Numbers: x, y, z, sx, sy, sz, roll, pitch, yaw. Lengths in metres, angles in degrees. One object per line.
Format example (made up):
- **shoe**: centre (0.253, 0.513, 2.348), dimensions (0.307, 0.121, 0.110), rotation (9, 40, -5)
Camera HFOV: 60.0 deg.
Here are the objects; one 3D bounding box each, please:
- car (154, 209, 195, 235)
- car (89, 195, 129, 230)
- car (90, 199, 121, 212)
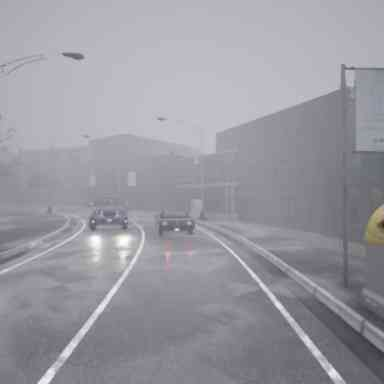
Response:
- **car**: centre (-1.148, 1.629, 19.086), dimensions (1.895, 1.301, 4.718), rotation (0, 0, -10)
- **car**: centre (-5.348, 1.235, 21.452), dimensions (2.150, 2.045, 5.566), rotation (1, 0, -15)
- **car**: centre (-10.290, 1.550, 39.128), dimensions (1.812, 1.442, 4.674), rotation (1, -1, -38)
